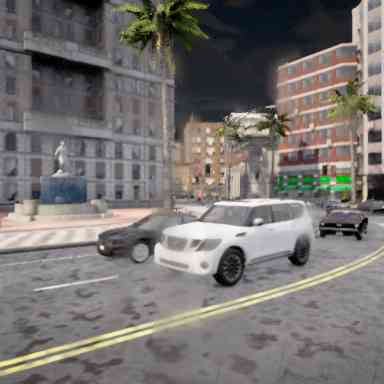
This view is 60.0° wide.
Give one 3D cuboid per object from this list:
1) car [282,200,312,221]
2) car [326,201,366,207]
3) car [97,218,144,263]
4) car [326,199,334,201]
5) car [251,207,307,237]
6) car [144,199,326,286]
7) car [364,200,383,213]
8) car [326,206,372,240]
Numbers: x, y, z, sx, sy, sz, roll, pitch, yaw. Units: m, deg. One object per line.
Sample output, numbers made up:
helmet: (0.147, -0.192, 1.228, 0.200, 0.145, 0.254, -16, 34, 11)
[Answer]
car: (9.022, 1.514, 28.971, 1.882, 1.535, 5.008, 0, 0, 11)
car: (12.032, 1.624, 26.572, 1.895, 1.301, 4.718, 0, 0, 14)
car: (-1.019, 1.509, 12.345, 5.008, 1.535, 1.882, 0, 0, -42)
car: (18.973, 1.611, 47.494, 1.994, 1.385, 4.181, 0, 0, -14)
car: (5.179, 1.628, 19.327, 1.895, 1.301, 4.718, 0, 0, 31)
car: (1.573, 1.240, 9.938, 5.566, 2.045, 2.150, 0, 0, -42)
car: (20.267, 1.585, 37.199, 1.994, 1.385, 4.181, 0, 0, -1)
car: (7.992, 1.616, 17.298, 1.895, 1.301, 4.718, 0, 0, 32)
